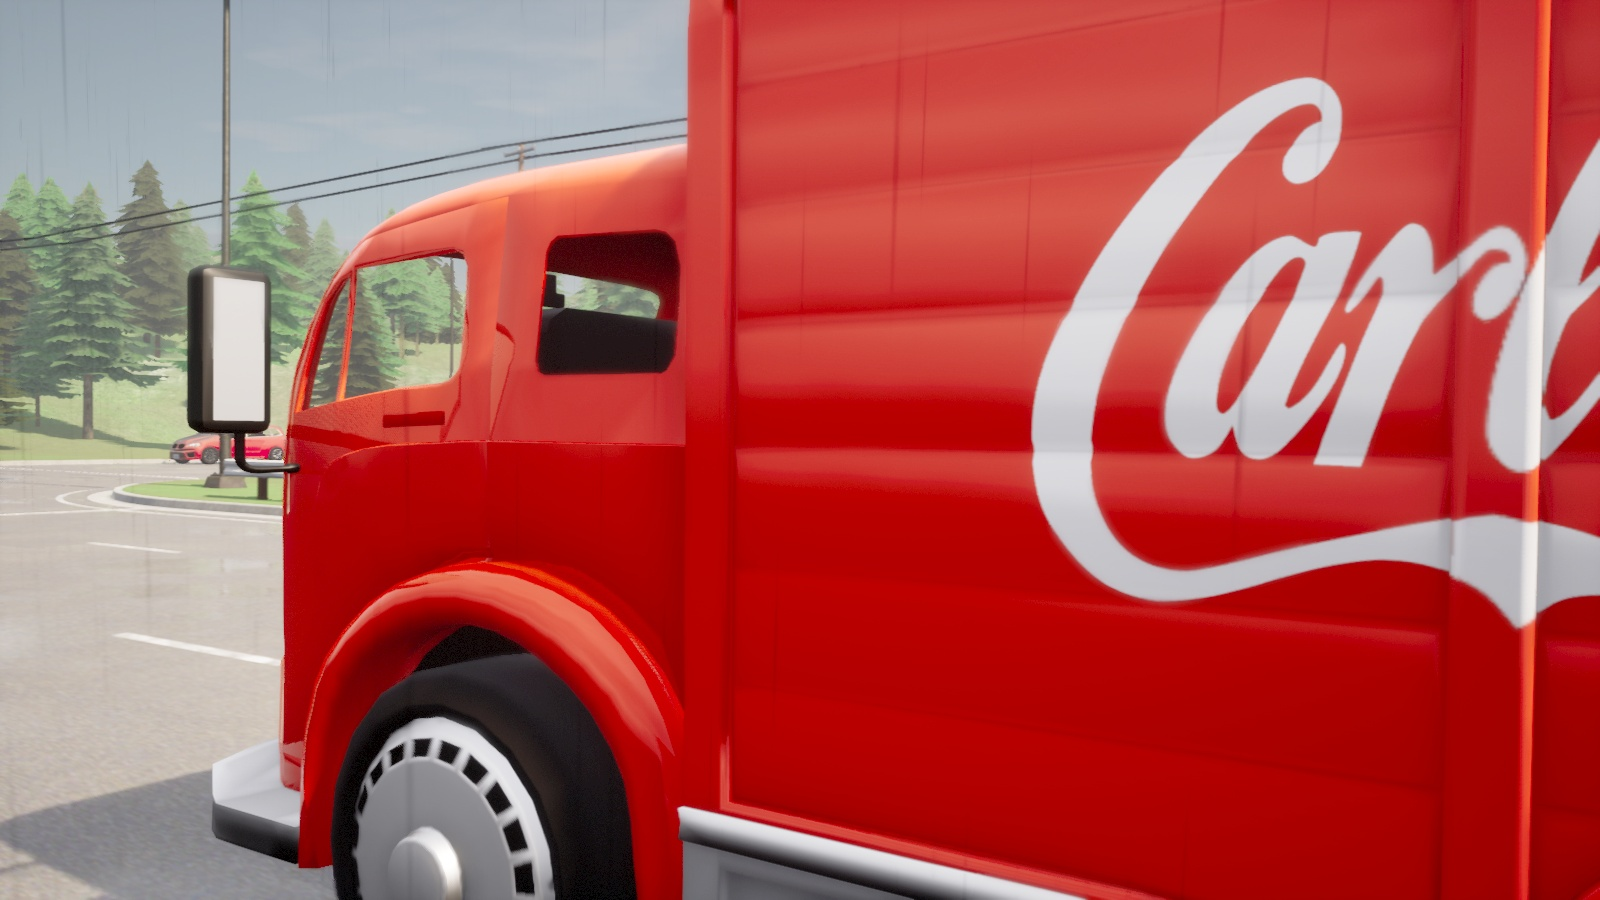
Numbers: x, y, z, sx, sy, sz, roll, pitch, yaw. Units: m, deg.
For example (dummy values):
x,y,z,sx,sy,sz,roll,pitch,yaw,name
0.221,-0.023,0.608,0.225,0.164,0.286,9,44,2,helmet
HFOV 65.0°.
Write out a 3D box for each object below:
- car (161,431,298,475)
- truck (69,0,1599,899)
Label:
x,y,z,sx,sy,sz,roll,pitch,yaw,name
-23.323,0.084,51.505,2.242,1.667,4.611,0,1,34,car
0.996,0.195,2.953,5.204,2.467,2.627,0,1,34,truck
